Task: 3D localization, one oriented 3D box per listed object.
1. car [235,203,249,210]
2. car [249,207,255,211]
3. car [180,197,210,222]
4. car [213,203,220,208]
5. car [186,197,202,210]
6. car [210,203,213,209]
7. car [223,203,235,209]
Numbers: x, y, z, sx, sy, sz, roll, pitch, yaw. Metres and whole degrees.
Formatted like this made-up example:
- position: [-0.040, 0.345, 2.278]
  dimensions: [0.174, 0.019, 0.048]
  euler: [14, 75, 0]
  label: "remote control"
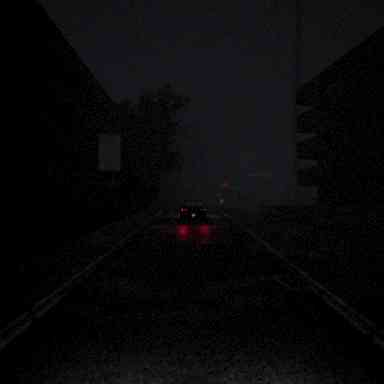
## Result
- position: [10.819, 3.832, 83.369]
  dimensions: [2.435, 2.045, 5.566]
  euler: [8, -5, -30]
  label: "car"
- position: [13.652, 4.380, 84.060]
  dimensions: [1.946, 1.575, 5.366]
  euler: [7, -5, -30]
  label: "car"
- position: [0.099, 1.268, 23.438]
  dimensions: [1.812, 1.442, 4.674]
  euler: [0, 1, 0]
  label: "car"
- position: [4.849, 3.398, 82.316]
  dimensions: [2.185, 1.767, 4.553]
  euler: [5, -5, -31]
  label: "car"
- position: [0.304, 1.414, 41.266]
  dimensions: [1.882, 1.535, 5.008]
  euler: [0, -1, 1]
  label: "car"
- position: [1.969, 3.097, 81.731]
  dimensions: [2.435, 2.045, 5.566]
  euler: [2, -4, -30]
  label: "car"
- position: [7.822, 3.656, 82.812]
  dimensions: [2.185, 1.767, 4.553]
  euler: [7, -5, -30]
  label: "car"
